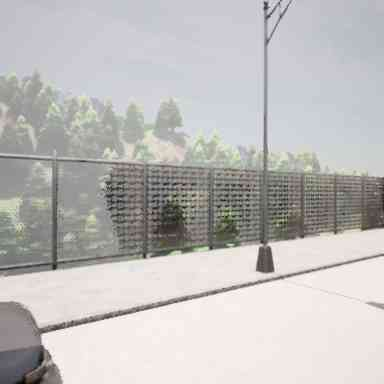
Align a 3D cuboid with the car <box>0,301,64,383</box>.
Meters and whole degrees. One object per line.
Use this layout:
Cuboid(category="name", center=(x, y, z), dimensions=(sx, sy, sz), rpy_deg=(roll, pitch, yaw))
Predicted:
Cuboid(category="car", center=(-3.683, 1.540, 1.969), dimensions=(5.357, 1.411, 2.033), rpy_deg=(0, 0, -36))
